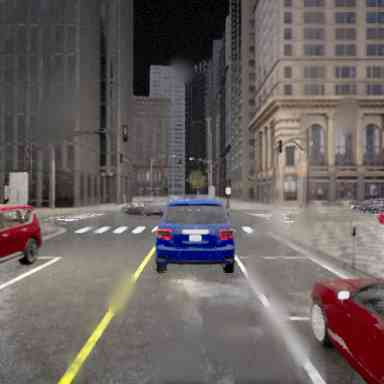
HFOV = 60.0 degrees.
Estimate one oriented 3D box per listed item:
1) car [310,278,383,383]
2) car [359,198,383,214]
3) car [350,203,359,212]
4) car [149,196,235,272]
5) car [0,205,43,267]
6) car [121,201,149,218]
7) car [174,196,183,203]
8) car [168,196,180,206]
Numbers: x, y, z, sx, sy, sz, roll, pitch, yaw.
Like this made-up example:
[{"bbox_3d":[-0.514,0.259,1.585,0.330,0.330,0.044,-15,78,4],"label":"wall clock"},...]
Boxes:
[{"bbox_3d":[2.674,1.542,3.429,1.887,1.381,4.507,0,0,0],"label":"car"},{"bbox_3d":[19.903,1.483,32.726,5.357,1.411,2.033,0,0,0],"label":"car"},{"bbox_3d":[19.761,1.450,35.975,4.902,1.511,2.128,0,0,0],"label":"car"},{"bbox_3d":[0.092,1.216,10.865,2.150,2.045,5.566,0,0,0],"label":"car"},{"bbox_3d":[-5.849,1.309,8.892,2.192,1.841,5.009,0,0,0],"label":"car"},{"bbox_3d":[-4.234,1.521,29.698,2.033,1.411,5.357,0,0,-42],"label":"car"},{"bbox_3d":[-2.947,1.566,71.941,1.837,1.490,4.892,0,0,0],"label":"car"},{"bbox_3d":[-3.001,1.510,56.288,1.882,1.535,5.008,0,0,0],"label":"car"}]
